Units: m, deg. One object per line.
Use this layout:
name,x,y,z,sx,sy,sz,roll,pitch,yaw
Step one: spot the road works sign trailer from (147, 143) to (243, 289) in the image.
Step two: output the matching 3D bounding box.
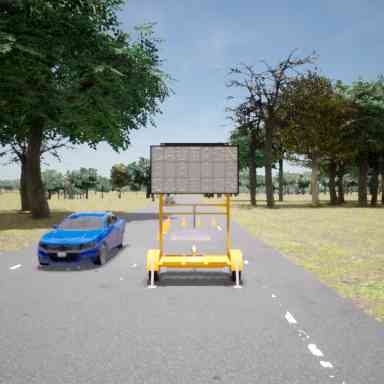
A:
road works sign trailer,0.067,0.461,9.161,2.380,3.560,2.880,0,0,0

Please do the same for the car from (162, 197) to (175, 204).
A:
car,-3.763,1.547,54.604,1.837,1.490,4.892,0,0,0

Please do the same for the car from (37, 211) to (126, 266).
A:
car,-3.628,1.474,11.754,1.882,1.535,5.008,0,0,0
